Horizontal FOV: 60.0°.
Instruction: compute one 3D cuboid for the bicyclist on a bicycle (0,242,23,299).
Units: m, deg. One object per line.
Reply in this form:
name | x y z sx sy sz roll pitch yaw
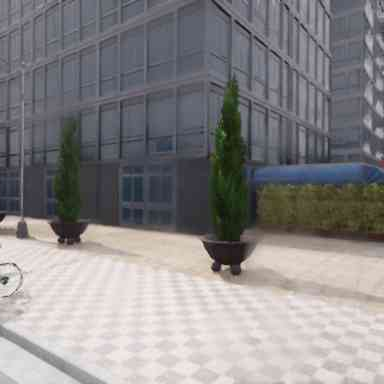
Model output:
bicyclist on a bicycle | -3.865 1.287 5.854 0.582 1.620 1.656 1 9 37
